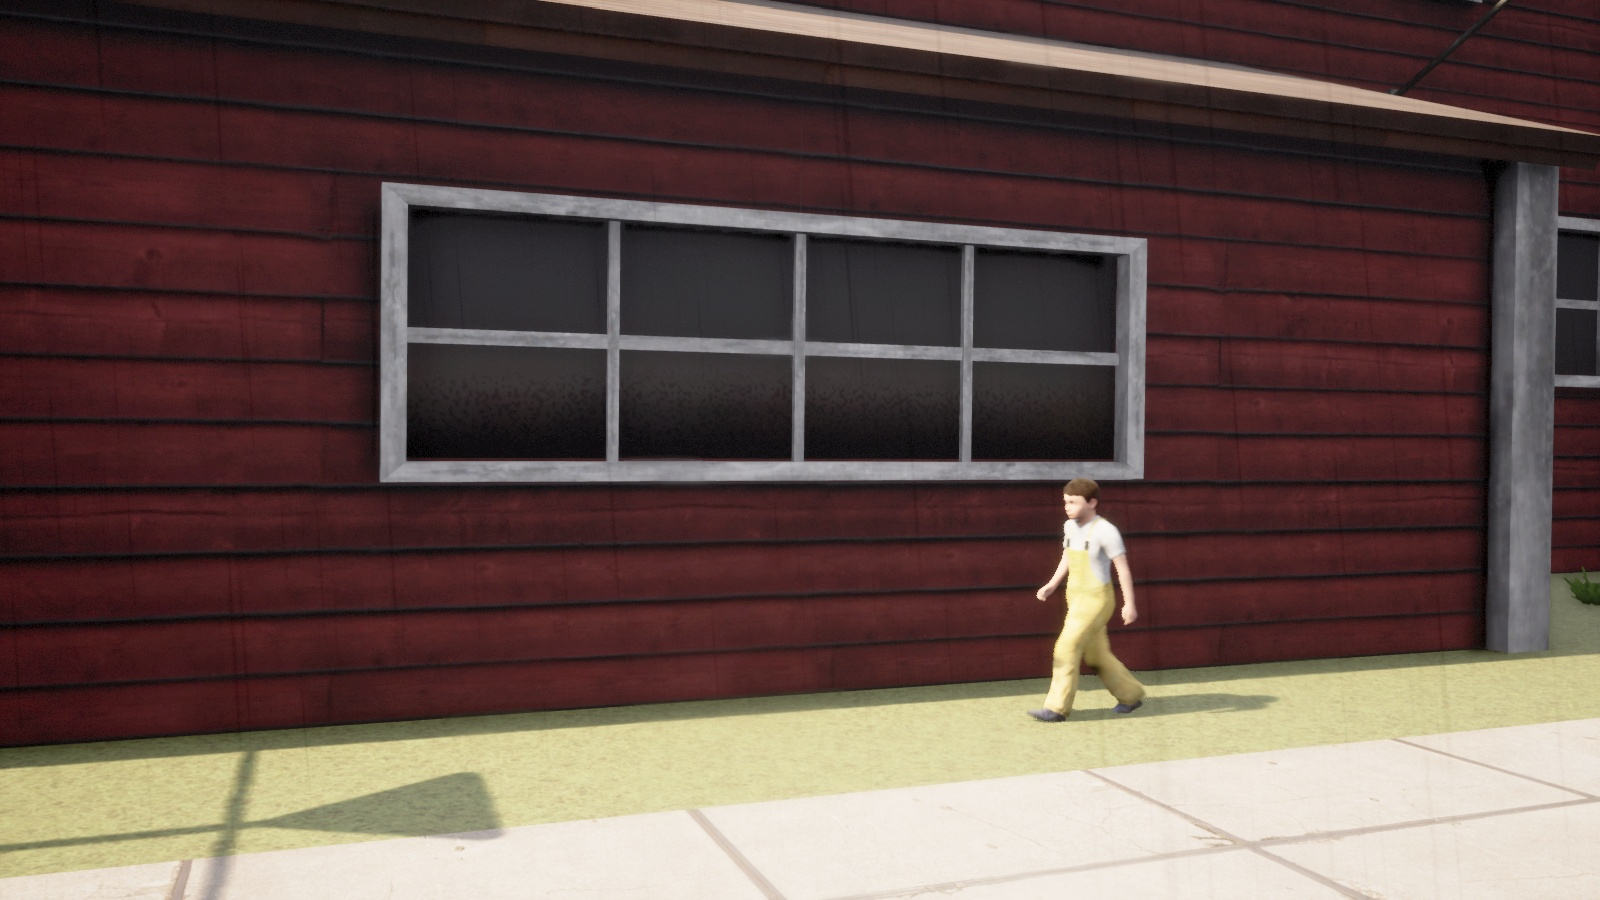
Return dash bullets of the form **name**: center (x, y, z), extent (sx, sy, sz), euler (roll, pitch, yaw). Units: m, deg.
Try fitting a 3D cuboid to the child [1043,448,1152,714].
- **child**: center (1.466, 0.624, 6.186), extent (0.437, 1.263, 0.270), euler (-1, 1, -19)
